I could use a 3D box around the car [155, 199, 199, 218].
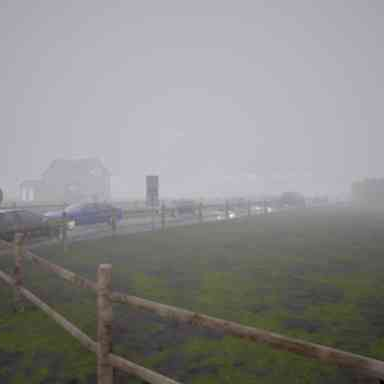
[{"bbox_3d":[-1.147,1.328,28.320,2.128,1.511,4.902,0,0,35],"label":"car"}]

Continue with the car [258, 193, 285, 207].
[{"bbox_3d":[10.589,1.248,45.405,1.837,1.490,4.892,0,0,34],"label":"car"}]

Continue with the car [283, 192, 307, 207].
[{"bbox_3d":[13.672,0.949,44.743,2.150,2.045,5.566,0,0,34],"label":"car"}]

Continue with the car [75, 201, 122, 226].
[{"bbox_3d":[-6.590,1.356,20.435,1.882,1.535,5.008,0,0,36],"label":"car"}]

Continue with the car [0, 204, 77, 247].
[{"bbox_3d":[-7.573,1.439,13.795,2.033,1.411,5.357,-1,0,22],"label":"car"}]

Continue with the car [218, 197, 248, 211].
[{"bbox_3d":[4.692,1.297,36.838,1.837,1.490,4.892,0,0,34],"label":"car"}]

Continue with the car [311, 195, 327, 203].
[{"bbox_3d":[21.758,1.216,56.542,1.994,1.385,4.181,0,0,34],"label":"car"}]
